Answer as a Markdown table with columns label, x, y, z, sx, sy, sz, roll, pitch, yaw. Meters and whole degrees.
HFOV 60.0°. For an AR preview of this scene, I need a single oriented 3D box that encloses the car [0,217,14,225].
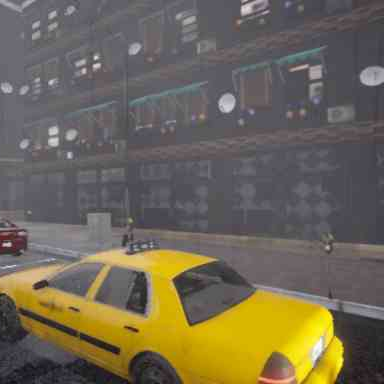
| label | x | y | z | sx | sy | sz | roll | pitch | yaw |
| --- | --- | --- | --- | --- | --- | --- | --- | --- | --- |
| car | -7.417 | 1.454 | 11.434 | 4.507 | 1.381 | 1.887 | 1 | -1 | 36 |

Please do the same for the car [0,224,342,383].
| label | x | y | z | sx | sy | sz | roll | pitch | yaw |
| --- | --- | --- | --- | --- | --- | --- | --- | --- | --- |
| car | -0.910 | 1.434 | 4.613 | 5.366 | 1.575 | 1.801 | 1 | 0 | 36 |
